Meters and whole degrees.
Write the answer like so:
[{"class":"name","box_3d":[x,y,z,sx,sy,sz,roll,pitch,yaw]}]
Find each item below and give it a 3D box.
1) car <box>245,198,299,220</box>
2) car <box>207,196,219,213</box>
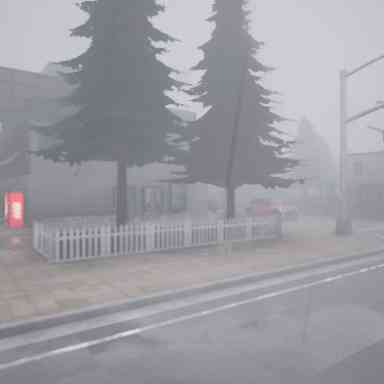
[{"class":"car","box_3d":[6.570,1.333,27.624,2.097,1.767,4.553,0,0,-34]},{"class":"car","box_3d":[0.630,1.202,36.502,2.150,2.045,5.566,0,0,-34]}]
